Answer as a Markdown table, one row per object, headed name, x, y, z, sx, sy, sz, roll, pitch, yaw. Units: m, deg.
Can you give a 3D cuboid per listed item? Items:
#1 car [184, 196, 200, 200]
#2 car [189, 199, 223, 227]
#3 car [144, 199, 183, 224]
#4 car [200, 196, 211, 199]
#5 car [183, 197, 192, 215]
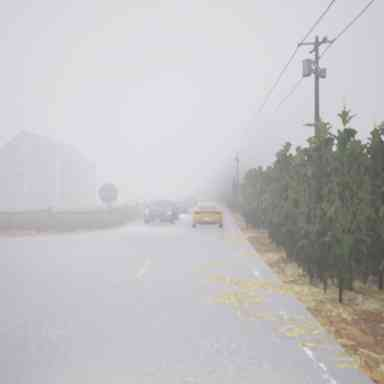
| name | x | y | z | sx | sy | sz | roll | pitch | yaw |
| --- | --- | --- | --- | --- | --- | --- | --- | --- | --- |
| car | -0.452 | 1.352 | 46.693 | 2.097 | 1.767 | 4.553 | 0 | 0 | 5 |
| car | 1.106 | 1.477 | 22.710 | 1.882 | 1.535 | 5.008 | 0 | 0 | 4 |
| car | -2.176 | 1.352 | 24.678 | 2.097 | 1.767 | 4.553 | 0 | 0 | 4 |
| car | 1.938 | 1.527 | 69.598 | 4.674 | 1.442 | 1.812 | 0 | 0 | 42 |
| car | -1.421 | 1.564 | 34.439 | 1.994 | 1.385 | 4.181 | 0 | 0 | 4 |
